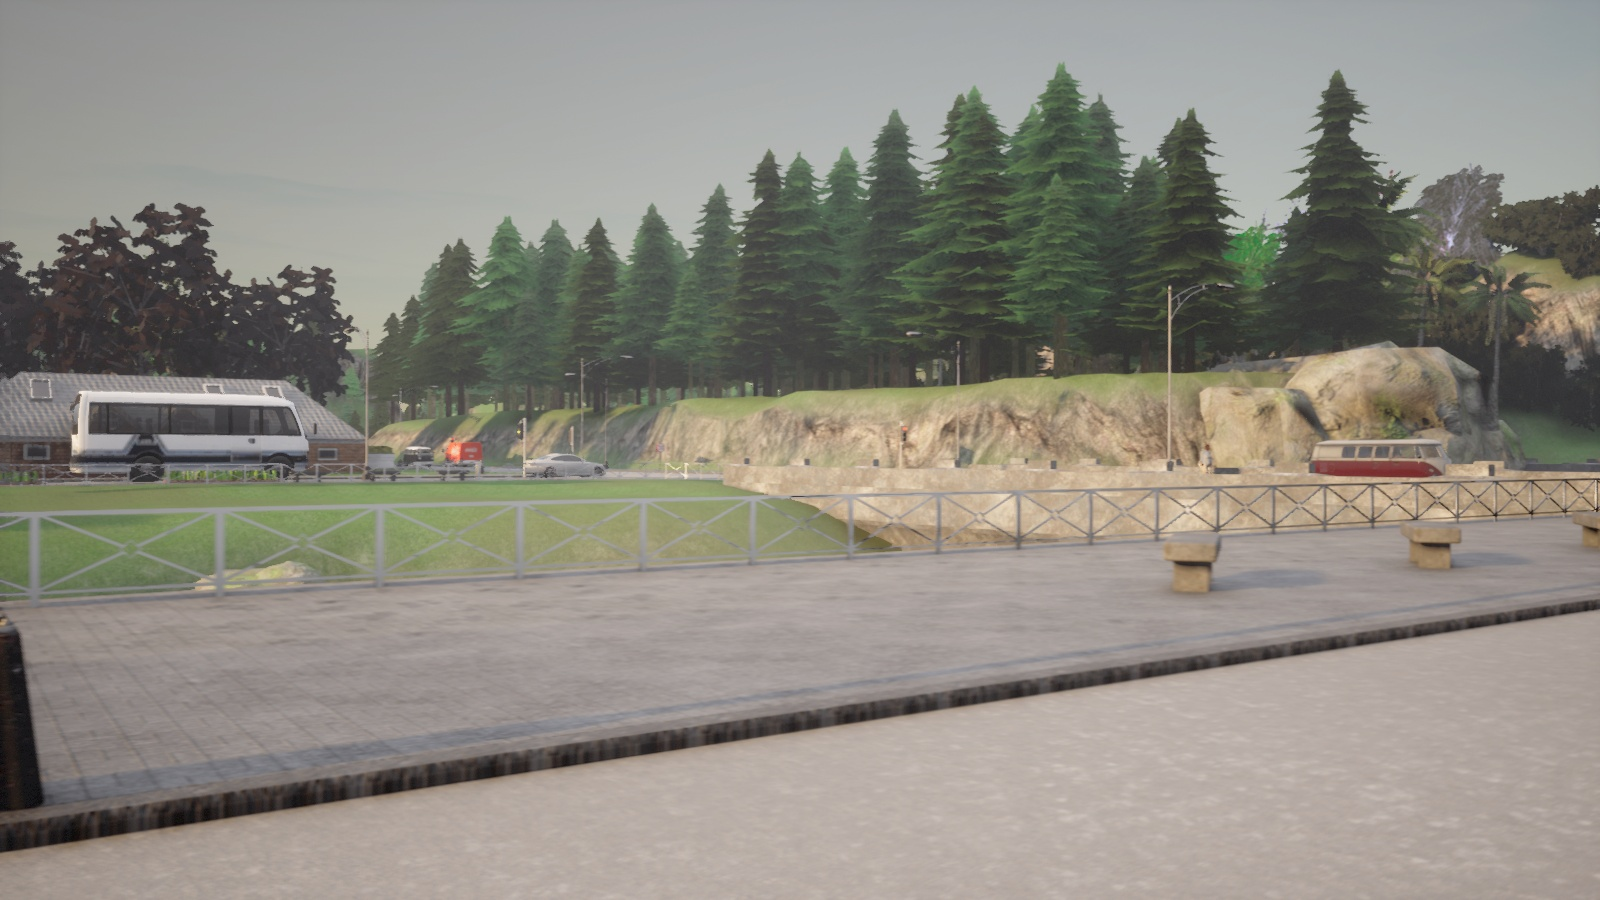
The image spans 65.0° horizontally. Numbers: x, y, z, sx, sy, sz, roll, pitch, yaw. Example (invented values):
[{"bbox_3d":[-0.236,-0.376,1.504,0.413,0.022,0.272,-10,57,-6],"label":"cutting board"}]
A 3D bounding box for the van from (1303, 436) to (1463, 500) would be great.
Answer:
[{"bbox_3d":[18.962,0.558,41.040,1.775,1.987,4.442,0,0,-35],"label":"van"}]

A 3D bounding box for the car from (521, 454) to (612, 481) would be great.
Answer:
[{"bbox_3d":[-13.059,0.970,70.289,4.674,1.442,1.812,0,0,-35],"label":"car"}]

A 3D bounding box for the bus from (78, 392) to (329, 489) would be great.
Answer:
[{"bbox_3d":[-28.254,-0.425,59.723,10.273,4.253,3.944,0,0,-35],"label":"bus"}]

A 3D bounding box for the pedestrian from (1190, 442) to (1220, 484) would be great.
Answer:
[{"bbox_3d":[18.077,0.554,56.051,0.874,1.855,0.900,0,0,-34],"label":"pedestrian"}]
